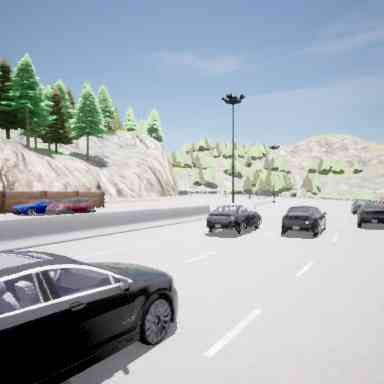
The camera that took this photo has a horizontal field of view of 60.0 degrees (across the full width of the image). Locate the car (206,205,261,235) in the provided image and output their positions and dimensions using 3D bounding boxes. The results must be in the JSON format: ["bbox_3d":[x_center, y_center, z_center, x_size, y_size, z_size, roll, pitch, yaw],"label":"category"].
[{"bbox_3d":[2.475,1.491,18.852,2.128,1.511,4.902,0,0,28],"label":"car"}]

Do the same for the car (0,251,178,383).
[{"bbox_3d":[-2.029,1.489,4.070,2.128,1.511,4.902,0,0,31],"label":"car"}]

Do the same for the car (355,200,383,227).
[{"bbox_3d":[12.081,1.504,22.228,1.837,1.490,4.892,0,0,26],"label":"car"}]

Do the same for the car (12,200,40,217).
[{"bbox_3d":[-14.616,1.476,31.852,1.882,1.535,5.008,0,0,27],"label":"car"}]

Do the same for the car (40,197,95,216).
[{"bbox_3d":[-11.213,1.351,30.844,2.097,1.767,4.553,0,0,27],"label":"car"}]

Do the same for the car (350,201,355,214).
[{"bbox_3d":[17.535,1.547,34.360,2.033,1.411,5.357,0,0,22],"label":"car"}]

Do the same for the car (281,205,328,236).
[{"bbox_3d":[6.305,1.505,18.587,1.837,1.490,4.892,0,0,28],"label":"car"}]
